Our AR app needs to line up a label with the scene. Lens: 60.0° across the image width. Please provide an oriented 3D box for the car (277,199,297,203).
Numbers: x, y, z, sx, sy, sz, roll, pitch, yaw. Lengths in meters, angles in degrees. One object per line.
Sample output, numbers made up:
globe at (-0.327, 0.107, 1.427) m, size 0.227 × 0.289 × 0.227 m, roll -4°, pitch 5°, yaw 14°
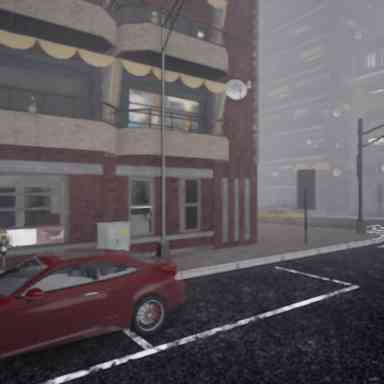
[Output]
car at (10.334, 1.691, 35.957) m, size 2.192 × 1.841 × 5.009 m, roll -2°, pitch 0°, yaw -36°

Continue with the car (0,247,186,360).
car at (-2.053, 1.581, 5.159) m, size 4.206 × 1.307 × 1.802 m, roll 0°, pitch 0°, yaw -36°

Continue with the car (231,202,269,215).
car at (7.011, 2.023, 40.538) m, size 1.887 × 1.381 × 4.507 m, roll -2°, pitch 0°, yaw -36°

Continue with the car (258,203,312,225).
car at (7.055, 1.817, 26.280) m, size 1.752 × 1.417 × 4.829 m, roll -1°, pitch 0°, yaw -36°
